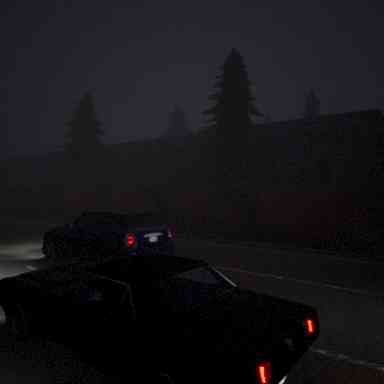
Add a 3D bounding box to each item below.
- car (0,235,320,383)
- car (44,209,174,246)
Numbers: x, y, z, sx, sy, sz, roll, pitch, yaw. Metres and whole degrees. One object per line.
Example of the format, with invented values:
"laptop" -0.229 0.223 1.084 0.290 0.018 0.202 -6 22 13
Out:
"car" -0.850 1.596 4.741 4.718 1.301 1.895 0 0 37
"car" -2.779 1.335 10.612 4.553 1.767 2.097 0 0 37
